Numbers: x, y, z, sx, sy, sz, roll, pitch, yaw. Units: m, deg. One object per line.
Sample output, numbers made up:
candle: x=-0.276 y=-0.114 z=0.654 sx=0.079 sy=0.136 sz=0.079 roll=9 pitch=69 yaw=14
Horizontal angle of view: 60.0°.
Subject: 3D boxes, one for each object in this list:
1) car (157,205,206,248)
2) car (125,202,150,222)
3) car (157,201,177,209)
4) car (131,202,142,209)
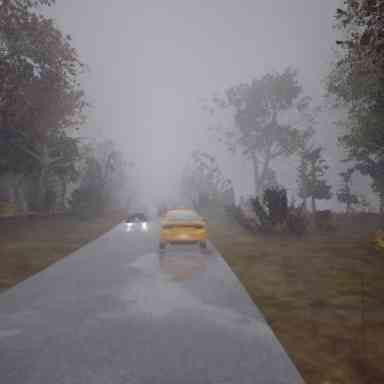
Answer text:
car: x=-0.479 y=1.554 z=15.170 sx=1.882 sy=1.535 sz=5.008 roll=0 pitch=0 yaw=-4
car: x=-4.590 y=1.769 z=28.467 sx=2.033 sy=1.411 sz=5.357 roll=0 pitch=-1 yaw=-7
car: x=-2.585 y=1.701 z=35.631 sx=2.097 sy=1.767 sz=4.553 roll=0 pitch=-1 yaw=-8
car: x=-11.475 y=2.711 z=68.538 sx=1.895 sy=1.301 sz=4.718 roll=1 pitch=-2 yaw=-11
